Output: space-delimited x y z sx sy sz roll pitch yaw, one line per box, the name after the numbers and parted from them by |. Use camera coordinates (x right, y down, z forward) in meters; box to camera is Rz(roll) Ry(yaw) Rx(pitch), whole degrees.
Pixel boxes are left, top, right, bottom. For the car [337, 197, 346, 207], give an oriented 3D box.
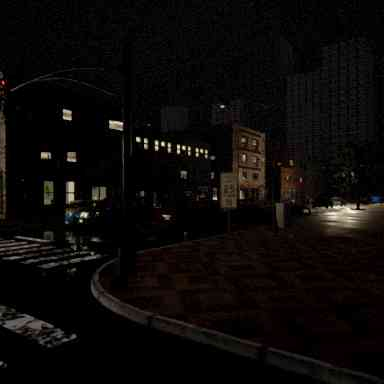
25.403 1.829 57.825 1.895 1.301 4.718 0 0 36 | car

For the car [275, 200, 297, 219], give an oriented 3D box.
6.588 1.616 26.753 1.887 1.381 4.507 -1 -1 35 | car

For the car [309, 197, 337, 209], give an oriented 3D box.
19.536 1.536 49.533 2.097 1.767 4.553 0 0 35 | car

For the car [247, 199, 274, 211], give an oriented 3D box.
9.316 1.722 45.120 2.008 1.369 4.403 -1 -1 35 | car

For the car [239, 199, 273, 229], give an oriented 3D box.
3.396 1.367 22.245 2.192 1.841 5.009 -1 -1 35 | car

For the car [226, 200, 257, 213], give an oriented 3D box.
6.125 1.701 40.610 2.008 1.369 4.403 -1 -1 35 | car

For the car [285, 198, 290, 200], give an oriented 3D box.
15.598 1.742 54.000 1.752 1.417 4.829 -1 -1 35 | car

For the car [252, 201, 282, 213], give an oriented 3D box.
9.130 1.745 40.336 1.895 1.301 4.718 0 0 36 | car

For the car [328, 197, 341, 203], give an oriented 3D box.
34.840 1.915 81.196 2.008 1.369 4.403 -1 -1 35 | car

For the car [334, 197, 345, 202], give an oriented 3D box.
38.030 1.936 85.706 1.887 1.381 4.507 -1 -1 35 | car

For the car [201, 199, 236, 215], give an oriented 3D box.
2.935 1.569 36.102 1.967 1.590 4.097 -1 -1 35 | car

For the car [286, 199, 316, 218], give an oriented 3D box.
9.778 1.657 31.263 1.947 1.339 4.313 -1 -1 35 | car

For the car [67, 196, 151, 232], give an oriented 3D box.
-4.633 1.281 20.916 2.150 2.045 5.566 0 0 35 | car

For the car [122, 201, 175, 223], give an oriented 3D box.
-3.446 1.530 27.082 1.967 1.590 4.097 -1 -1 35 | car

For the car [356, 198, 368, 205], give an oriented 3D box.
32.111 1.801 62.830 2.008 1.369 4.403 -1 -1 35 | car

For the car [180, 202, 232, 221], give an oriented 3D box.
1.375 1.642 29.407 2.033 1.411 5.357 0 0 35 | car

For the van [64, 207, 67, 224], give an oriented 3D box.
-6.637 1.413 22.573 1.690 1.788 3.998 -1 0 35 | van

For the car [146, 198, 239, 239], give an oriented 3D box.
0.205 1.349 17.736 2.192 1.841 5.009 -1 -1 35 | car

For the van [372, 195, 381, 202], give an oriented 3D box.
44.872 1.694 80.871 1.690 1.788 3.998 -1 -1 35 | van
